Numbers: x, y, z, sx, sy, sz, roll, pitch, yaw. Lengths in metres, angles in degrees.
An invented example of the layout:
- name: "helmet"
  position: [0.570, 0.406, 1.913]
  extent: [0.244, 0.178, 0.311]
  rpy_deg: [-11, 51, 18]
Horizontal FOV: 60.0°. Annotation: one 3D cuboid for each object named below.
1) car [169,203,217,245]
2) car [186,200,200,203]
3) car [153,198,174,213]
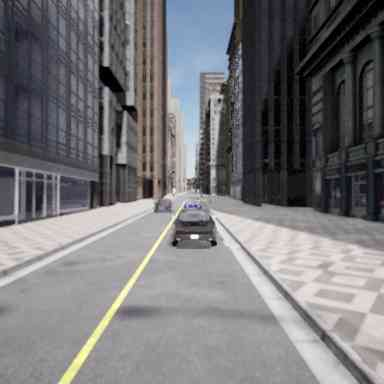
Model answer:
- name: "car"
  position: [0.103, 1.486, 15.328]
  extent: [1.837, 1.490, 4.892]
  rpy_deg: [0, 0, 0]
- name: "car"
  position: [0.108, 1.537, 37.429]
  extent: [1.895, 1.301, 4.718]
  rpy_deg: [0, 0, 0]
- name: "car"
  position: [-3.016, 1.447, 36.003]
  extent: [1.837, 1.490, 4.892]
  rpy_deg: [0, 0, 1]
